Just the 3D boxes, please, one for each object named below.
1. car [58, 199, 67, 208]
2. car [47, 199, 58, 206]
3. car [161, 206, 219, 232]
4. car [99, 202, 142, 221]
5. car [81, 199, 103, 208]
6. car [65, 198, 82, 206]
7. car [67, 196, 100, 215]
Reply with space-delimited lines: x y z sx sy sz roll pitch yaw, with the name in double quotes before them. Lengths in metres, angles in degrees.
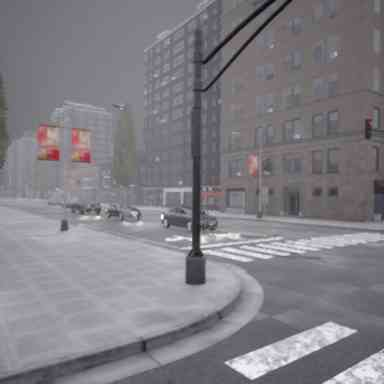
"car" -20.353 1.969 55.701 1.994 1.385 4.181 1 -1 -36
"car" -26.559 1.989 64.321 2.033 1.411 5.357 1 -1 -36
"car" -0.244 1.716 21.833 1.837 1.490 4.892 1 -1 -35
"car" -6.286 1.742 30.232 2.128 1.511 4.902 1 -1 -36
"car" -17.239 1.939 56.931 2.128 1.511 4.902 1 -1 -36
"car" -23.185 1.987 65.203 1.837 1.490 4.892 1 -1 -36
"car" -12.426 1.512 38.797 2.150 2.045 5.566 1 -1 -35
